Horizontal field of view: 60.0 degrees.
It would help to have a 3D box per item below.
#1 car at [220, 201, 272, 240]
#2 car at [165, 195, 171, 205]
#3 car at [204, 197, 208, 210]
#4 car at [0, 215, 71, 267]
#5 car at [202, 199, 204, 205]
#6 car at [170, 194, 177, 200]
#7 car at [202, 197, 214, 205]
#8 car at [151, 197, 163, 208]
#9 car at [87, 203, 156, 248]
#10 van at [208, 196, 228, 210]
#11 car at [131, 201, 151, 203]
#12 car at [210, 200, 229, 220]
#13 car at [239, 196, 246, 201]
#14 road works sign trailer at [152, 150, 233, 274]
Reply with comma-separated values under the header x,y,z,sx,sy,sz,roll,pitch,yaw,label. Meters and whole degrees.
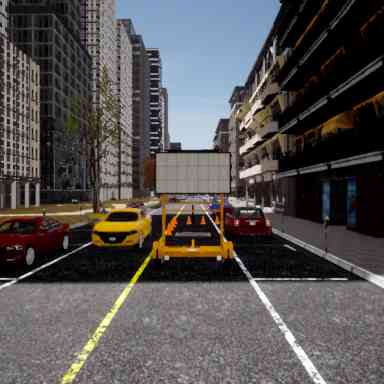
x,y,z,sx,sy,sz,roll,pitch,yaw,label
2.737,1.444,16.916,1.967,1.590,4.097,0,0,0,car
-5.513,1.588,61.203,1.887,1.381,4.507,0,0,0,car
2.802,1.460,39.047,1.967,1.590,4.097,0,0,0,car
-5.660,1.547,11.409,1.887,1.381,4.507,0,0,0,car
2.835,1.581,50.112,2.008,1.369,4.403,0,0,0,car
-5.419,1.415,93.591,2.192,1.841,5.009,0,0,0,car
2.867,1.594,61.178,2.008,1.369,4.403,0,0,0,car
-5.546,1.555,49.967,1.752,1.417,4.829,0,0,0,car
-2.958,1.481,14.903,1.882,1.535,5.008,0,0,0,car
2.786,1.357,33.514,1.690,1.788,3.998,0,0,0,van
-5.595,1.597,33.540,1.802,1.307,4.206,0,0,0,car
2.769,1.593,27.982,1.802,1.307,4.206,0,0,0,car
13.661,1.414,80.552,4.403,1.369,2.008,-1,1,0,car
0.028,0.466,10.594,2.380,3.560,2.880,0,0,0,road works sign trailer
